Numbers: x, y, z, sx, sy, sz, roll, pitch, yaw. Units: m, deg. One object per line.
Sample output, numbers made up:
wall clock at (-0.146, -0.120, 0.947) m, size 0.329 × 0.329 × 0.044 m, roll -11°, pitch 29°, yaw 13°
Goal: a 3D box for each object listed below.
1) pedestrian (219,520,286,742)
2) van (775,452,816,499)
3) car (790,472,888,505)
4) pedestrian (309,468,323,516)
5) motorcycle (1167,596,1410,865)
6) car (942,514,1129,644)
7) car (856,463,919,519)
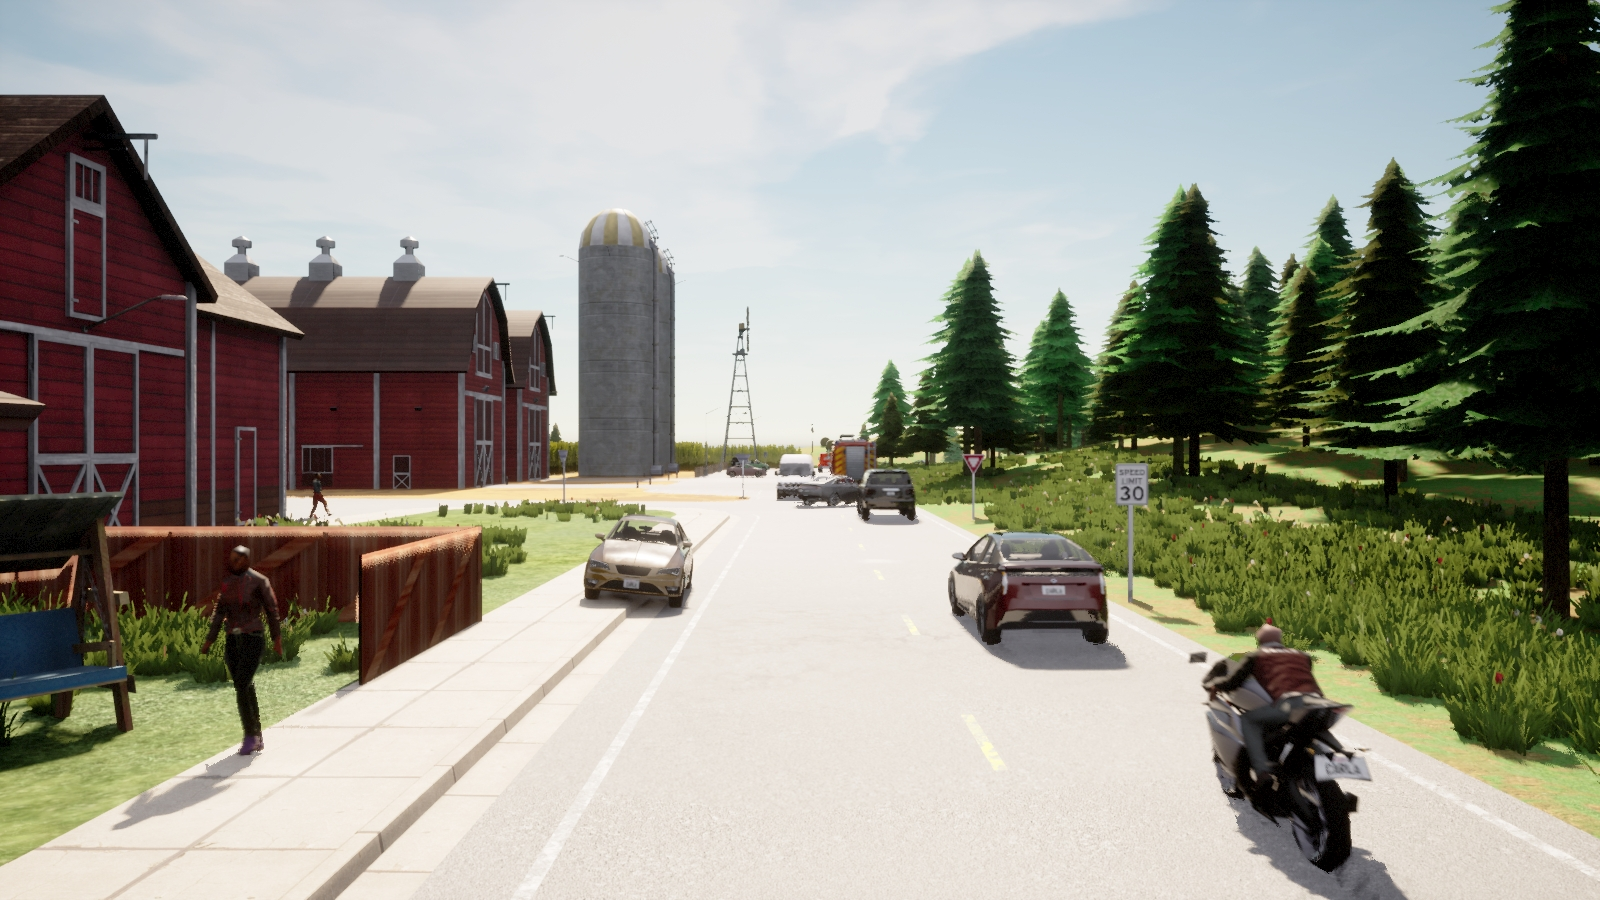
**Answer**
pedestrian at (-4.757, 1.555, 9.928) m, size 0.375 × 1.860 × 0.375 m, roll 0°, pitch 0°, yaw 11°
van at (-0.198, 1.394, 65.647) m, size 1.988 × 2.561 × 5.915 m, roll 0°, pitch 0°, yaw 4°
car at (1.974, 1.895, 56.831) m, size 2.128 × 1.511 × 4.902 m, roll 0°, pitch 0°, yaw 44°
pedestrian at (-18.756, 1.616, 44.273) m, size 0.375 × 1.860 × 0.375 m, roll 0°, pitch 0°, yaw 0°
motorcycle at (3.522, 1.961, 8.511) m, size 0.867 × 1.460 × 2.209 m, roll 0°, pitch 0°, yaw 0°
car at (3.520, 1.900, 17.963) m, size 2.007 × 1.525 × 4.514 m, roll 0°, pitch 0°, yaw 0°
car at (3.549, 1.632, 47.539) m, size 2.150 × 2.045 × 5.566 m, roll 0°, pitch 1°, yaw 0°
